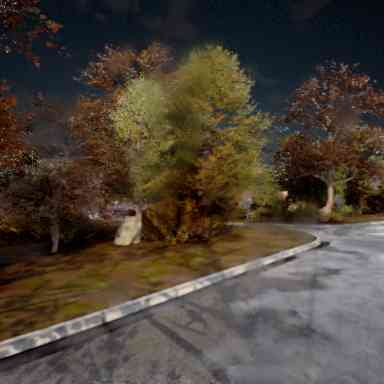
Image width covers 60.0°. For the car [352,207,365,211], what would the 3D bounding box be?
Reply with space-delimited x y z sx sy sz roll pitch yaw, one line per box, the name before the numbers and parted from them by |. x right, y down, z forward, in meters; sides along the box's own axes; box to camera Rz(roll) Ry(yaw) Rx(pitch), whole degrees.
car | 39.499 4.173 78.177 4.674 1.442 1.812 0 -3 36

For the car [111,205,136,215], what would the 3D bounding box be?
car | -11.482 2.870 54.613 4.553 1.767 2.185 -1 -1 39

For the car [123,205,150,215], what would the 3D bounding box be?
car | -9.551 3.070 57.125 4.674 1.452 2.002 -1 -1 38
